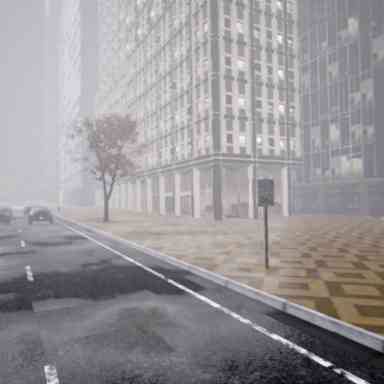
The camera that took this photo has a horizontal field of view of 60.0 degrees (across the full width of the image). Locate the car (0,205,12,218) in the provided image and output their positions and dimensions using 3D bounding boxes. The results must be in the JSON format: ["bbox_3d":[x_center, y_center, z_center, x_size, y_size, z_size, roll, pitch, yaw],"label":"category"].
[{"bbox_3d":[-22.733,2.282,39.797,1.994,1.385,4.181,0,-1,-28],"label":"car"}]

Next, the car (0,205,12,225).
[{"bbox_3d":[-16.582,2.079,28.388,1.994,1.385,4.181,0,-1,-28],"label":"car"}]

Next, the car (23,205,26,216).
[{"bbox_3d":[-20.090,2.201,41.746,1.882,1.535,5.008,0,-1,-28],"label":"car"}]

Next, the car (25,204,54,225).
[{"bbox_3d":[-13.503,2.032,29.532,1.812,1.442,4.674,0,-1,-28],"label":"car"}]
